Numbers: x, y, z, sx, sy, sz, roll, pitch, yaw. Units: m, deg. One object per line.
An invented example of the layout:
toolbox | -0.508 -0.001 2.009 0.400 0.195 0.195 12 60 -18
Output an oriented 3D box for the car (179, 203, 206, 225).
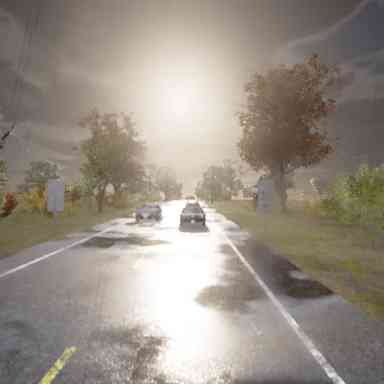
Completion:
car | 0.064 1.760 25.246 1.895 1.301 4.718 0 0 0

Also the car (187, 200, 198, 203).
car | 0.085 1.804 44.083 2.128 1.511 4.902 0 -1 0

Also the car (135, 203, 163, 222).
car | -3.555 1.672 28.018 2.128 1.511 4.902 0 -1 1
